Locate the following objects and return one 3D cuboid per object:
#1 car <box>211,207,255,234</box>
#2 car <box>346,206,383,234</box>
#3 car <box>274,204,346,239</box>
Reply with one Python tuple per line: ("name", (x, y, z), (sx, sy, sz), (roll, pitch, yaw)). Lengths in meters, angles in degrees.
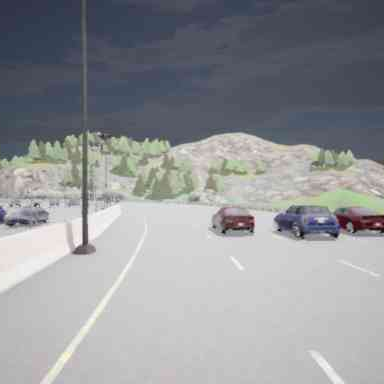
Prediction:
("car", (2.418, 1.642, 20.534), (1.882, 1.535, 5.008), (0, -1, -6))
("car", (9.521, 1.579, 19.897), (1.882, 1.535, 5.008), (0, -1, -5))
("car", (6.138, 1.467, 18.385), (2.097, 1.767, 4.553), (0, -1, -5))
